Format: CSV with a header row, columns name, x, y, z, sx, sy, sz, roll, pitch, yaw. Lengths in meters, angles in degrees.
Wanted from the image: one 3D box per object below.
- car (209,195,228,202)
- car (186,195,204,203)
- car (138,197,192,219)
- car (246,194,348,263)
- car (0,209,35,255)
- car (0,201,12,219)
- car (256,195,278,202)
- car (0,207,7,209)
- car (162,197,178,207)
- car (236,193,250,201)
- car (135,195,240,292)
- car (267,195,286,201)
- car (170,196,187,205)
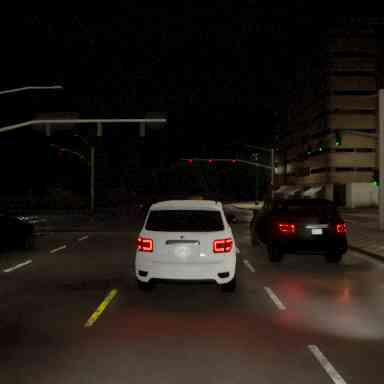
name,x,y,z,sx,sy,sz,roll,pitch,yaw
car,6.374,1.525,78.980,2.128,1.511,4.902,0,0,38
car,0.656,1.478,70.349,1.882,1.535,5.008,0,0,23
car,-2.316,1.375,29.349,4.553,1.767,2.097,0,0,0
car,3.576,1.221,12.156,2.150,2.045,5.566,0,0,0
car,-7.027,1.526,11.208,1.812,1.442,4.674,0,0,1
car,-18.749,1.559,29.245,4.892,1.490,1.837,0,0,0
car,18.195,1.540,80.211,5.357,1.411,2.033,0,0,-34
car,-16.704,1.603,25.688,5.357,1.411,2.033,0,0,2
car,-3.367,1.505,51.586,1.837,1.490,4.892,0,0,3
car,13.067,1.225,80.719,5.566,2.045,2.150,0,0,-41
car,0.015,1.221,9.130,2.150,2.045,5.566,0,0,4
car,21.833,1.524,86.237,4.674,1.442,1.812,0,0,-22
car,-2.431,1.505,60.822,1.837,1.490,4.892,0,0,13
